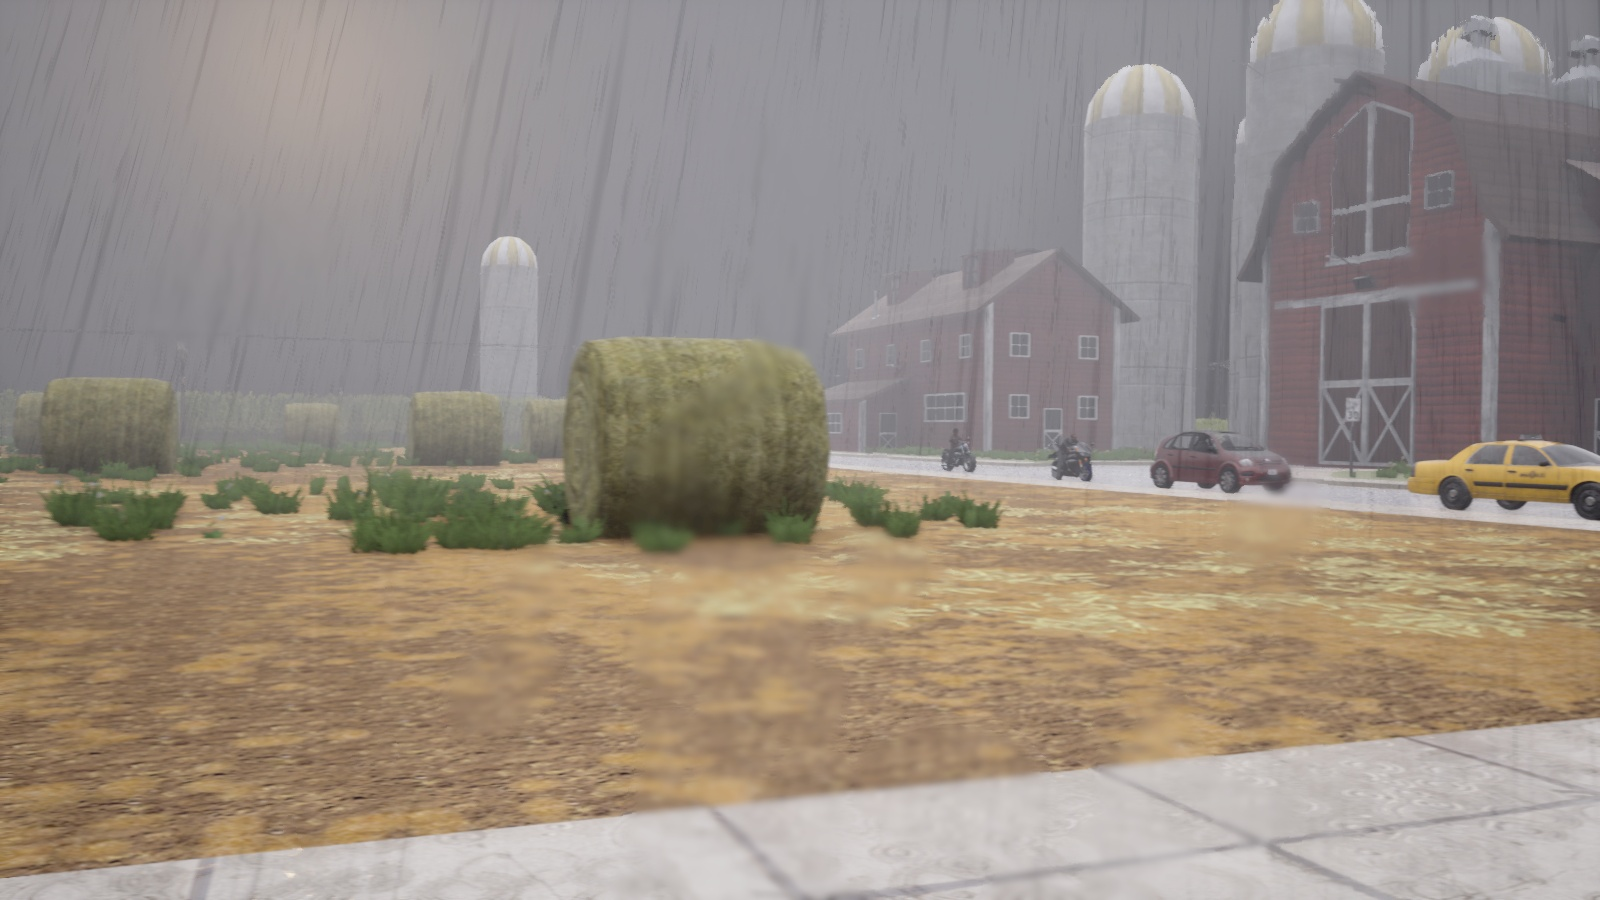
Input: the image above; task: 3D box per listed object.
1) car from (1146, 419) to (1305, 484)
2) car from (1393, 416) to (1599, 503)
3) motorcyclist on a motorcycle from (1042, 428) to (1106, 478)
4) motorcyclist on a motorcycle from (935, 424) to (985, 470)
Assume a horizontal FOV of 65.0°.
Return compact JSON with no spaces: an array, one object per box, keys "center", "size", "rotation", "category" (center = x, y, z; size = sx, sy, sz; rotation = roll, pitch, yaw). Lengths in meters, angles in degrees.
[{"center":[11.176,0.007,33.265],"size":[1.851,1.617,3.988],"rotation":[-1,1,-22],"category":"car"},{"center":[14.564,0.146,24.809],"size":[1.801,1.575,5.366],"rotation":[-1,1,-22],"category":"car"},{"center":[8.624,0.067,39.641],"size":[0.866,1.530,2.191],"rotation":[-1,1,-22],"category":"motorcyclist on a motorcycle"},{"center":[5.899,-0.117,46.431],"size":[0.766,1.649,2.350],"rotation":[-1,1,-22],"category":"motorcyclist on a motorcycle"}]
